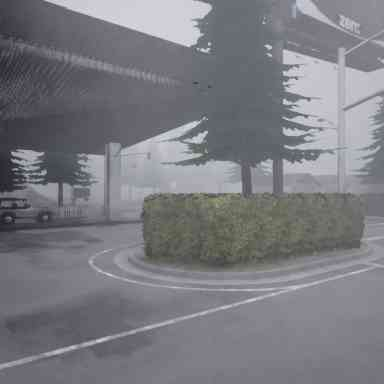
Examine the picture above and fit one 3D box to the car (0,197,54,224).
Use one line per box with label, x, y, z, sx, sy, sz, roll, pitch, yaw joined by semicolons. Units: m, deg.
car;-11.937;1.313;23.507;3.866;1.878;1.905;0;0;-36
